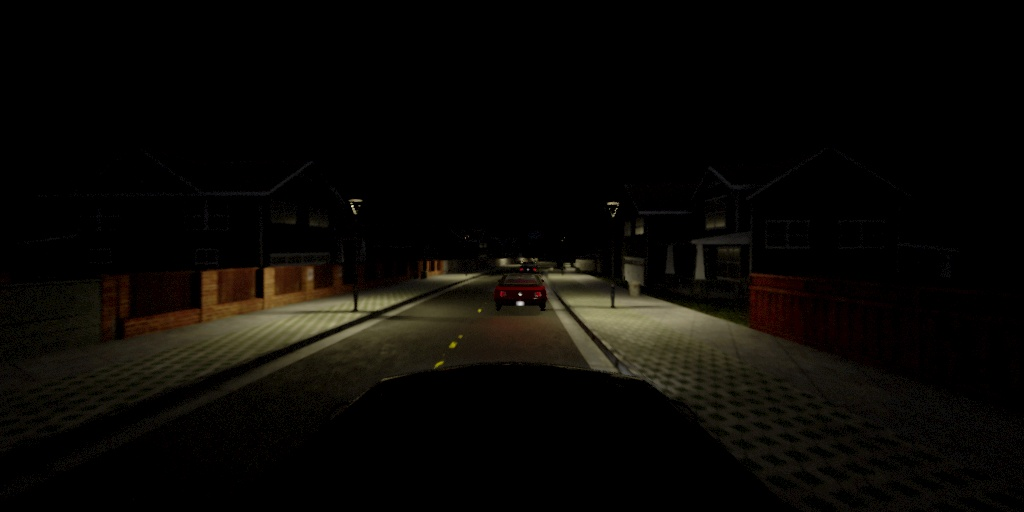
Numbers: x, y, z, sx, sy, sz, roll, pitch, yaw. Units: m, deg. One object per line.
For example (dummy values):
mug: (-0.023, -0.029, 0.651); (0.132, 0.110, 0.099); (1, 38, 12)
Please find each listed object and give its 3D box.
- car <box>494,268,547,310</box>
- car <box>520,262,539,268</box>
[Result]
car: (0.371, 1.353, 14.598); (1.895, 1.301, 4.718); (0, 0, 2)
car: (1.740, 1.337, 36.060); (2.033, 1.411, 5.357); (0, 0, 5)
